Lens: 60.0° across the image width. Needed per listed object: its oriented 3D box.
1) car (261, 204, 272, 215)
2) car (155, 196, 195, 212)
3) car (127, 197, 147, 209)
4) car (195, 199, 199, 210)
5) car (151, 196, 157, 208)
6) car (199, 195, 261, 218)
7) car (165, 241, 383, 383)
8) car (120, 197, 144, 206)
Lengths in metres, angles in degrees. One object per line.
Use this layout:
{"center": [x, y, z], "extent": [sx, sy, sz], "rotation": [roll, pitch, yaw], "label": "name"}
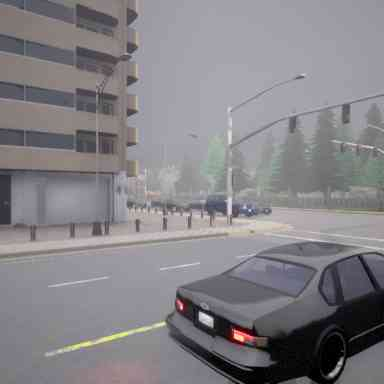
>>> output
{"center": [6.110, 1.619, 33.974], "extent": [1.994, 1.385, 4.181], "rotation": [0, 0, -36], "label": "car"}
{"center": [-2.106, 1.560, 39.393], "extent": [1.837, 1.490, 4.892], "rotation": [0, 0, -36], "label": "car"}
{"center": [-8.185, 1.560, 47.846], "extent": [1.837, 1.490, 4.892], "rotation": [0, 0, -36], "label": "car"}
{"center": [1.077, 1.581, 40.976], "extent": [1.812, 1.442, 4.674], "rotation": [0, 0, -36], "label": "car"}
{"center": [-4.164, 1.407, 48.252], "extent": [2.097, 1.767, 4.553], "rotation": [0, 0, -36], "label": "car"}
{"center": [3.488, 1.277, 31.624], "extent": [2.150, 2.045, 5.566], "rotation": [0, 0, -36], "label": "car"}
{"center": [2.217, 1.547, 5.361], "extent": [5.357, 1.411, 2.033], "rotation": [0, 0, -35], "label": "car"}
{"center": [-10.339, 1.603, 56.893], "extent": [2.033, 1.411, 5.357], "rotation": [0, 0, -35], "label": "car"}
